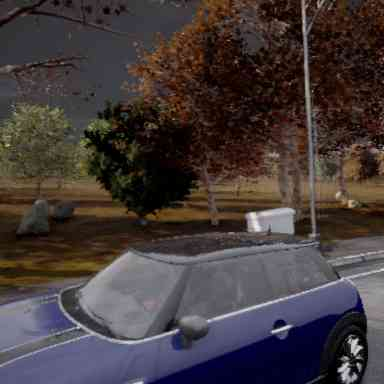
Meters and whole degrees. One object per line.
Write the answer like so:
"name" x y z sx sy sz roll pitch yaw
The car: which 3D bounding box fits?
"car" -0.165 1.326 3.604 4.553 1.767 2.097 0 1 -33
